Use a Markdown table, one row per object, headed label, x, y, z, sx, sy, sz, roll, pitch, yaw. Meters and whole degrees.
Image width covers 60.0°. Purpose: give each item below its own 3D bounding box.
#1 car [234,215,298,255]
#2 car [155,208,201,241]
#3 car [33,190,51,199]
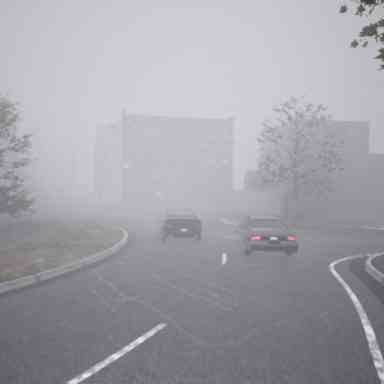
| label | x | y | z | sx | sy | sz | roll | pitch | yaw |
| --- | --- | --- | --- | --- | --- | --- | --- | --- | --- |
| car | 2.897 | 1.670 | 13.980 | 2.033 | 1.411 | 5.357 | 1 | 0 | 2 |
| car | -0.818 | 1.585 | 17.477 | 1.882 | 1.535 | 5.008 | 1 | 0 | -10 |
| car | -25.334 | 0.402 | 56.218 | 2.033 | 1.411 | 5.357 | 1 | 5 | -12 |
